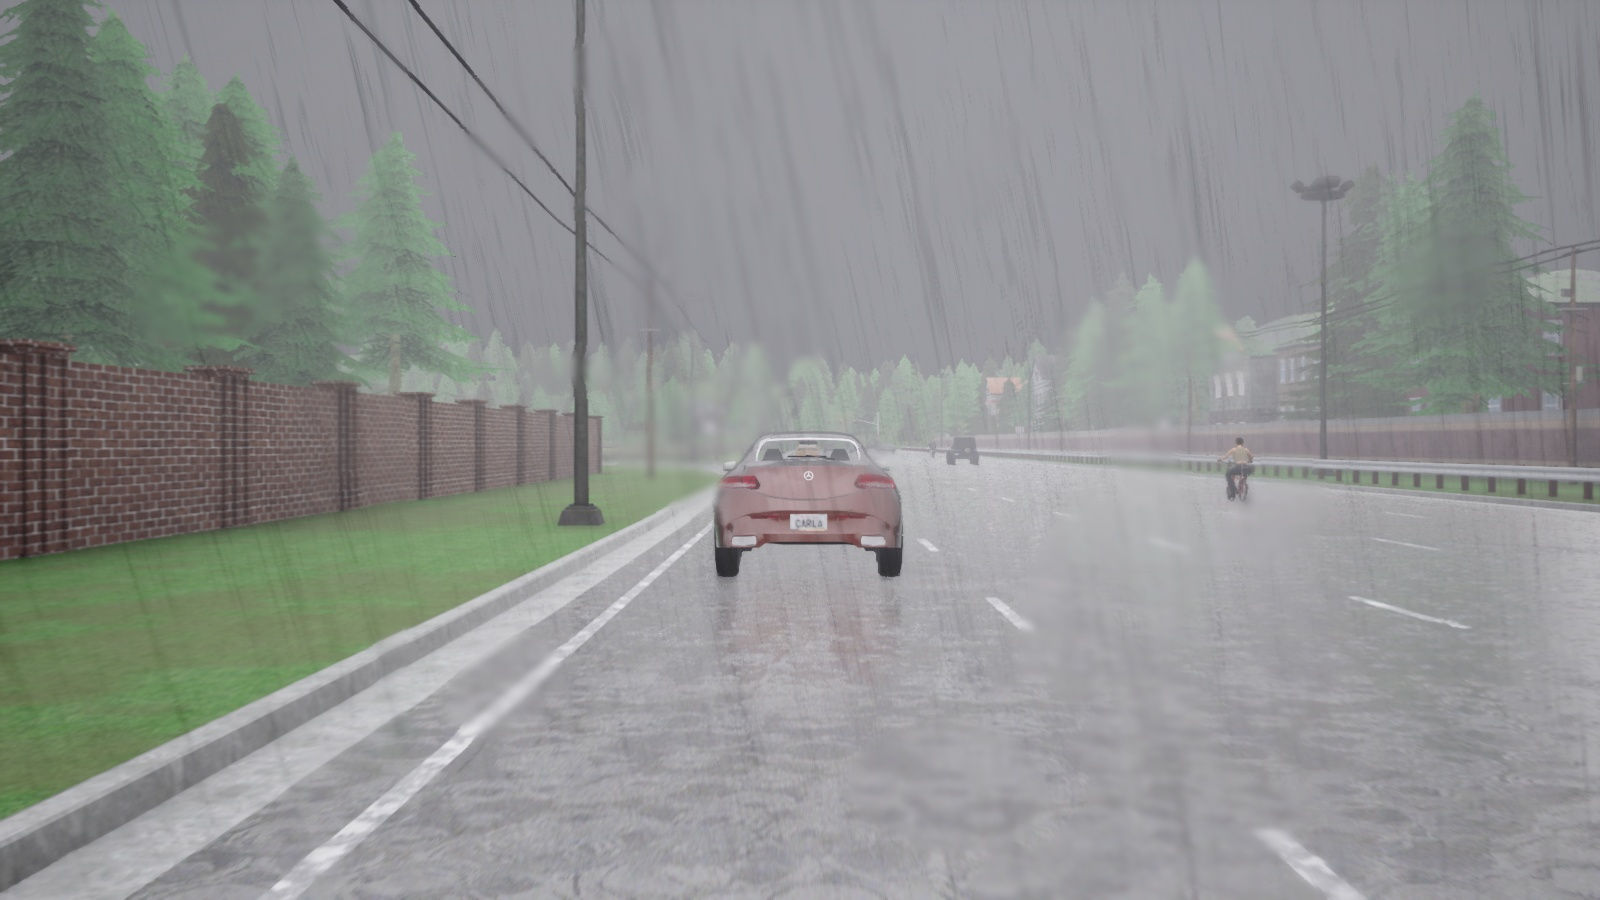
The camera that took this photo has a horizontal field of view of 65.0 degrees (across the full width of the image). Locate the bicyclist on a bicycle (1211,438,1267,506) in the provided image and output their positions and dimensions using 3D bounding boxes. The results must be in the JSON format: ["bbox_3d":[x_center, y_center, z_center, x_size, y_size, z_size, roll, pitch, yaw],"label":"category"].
[{"bbox_3d":[10.685,0.519,30.611,0.866,1.612,1.509,0,0,1],"label":"bicyclist on a bicycle"}]

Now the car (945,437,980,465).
[{"bbox_3d":[11.001,0.072,85.062,1.905,1.878,3.866,0,0,0],"label":"car"}]

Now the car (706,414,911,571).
[{"bbox_3d":[0.106,0.437,15.718,2.152,1.651,5.027,0,0,0],"label":"car"}]
